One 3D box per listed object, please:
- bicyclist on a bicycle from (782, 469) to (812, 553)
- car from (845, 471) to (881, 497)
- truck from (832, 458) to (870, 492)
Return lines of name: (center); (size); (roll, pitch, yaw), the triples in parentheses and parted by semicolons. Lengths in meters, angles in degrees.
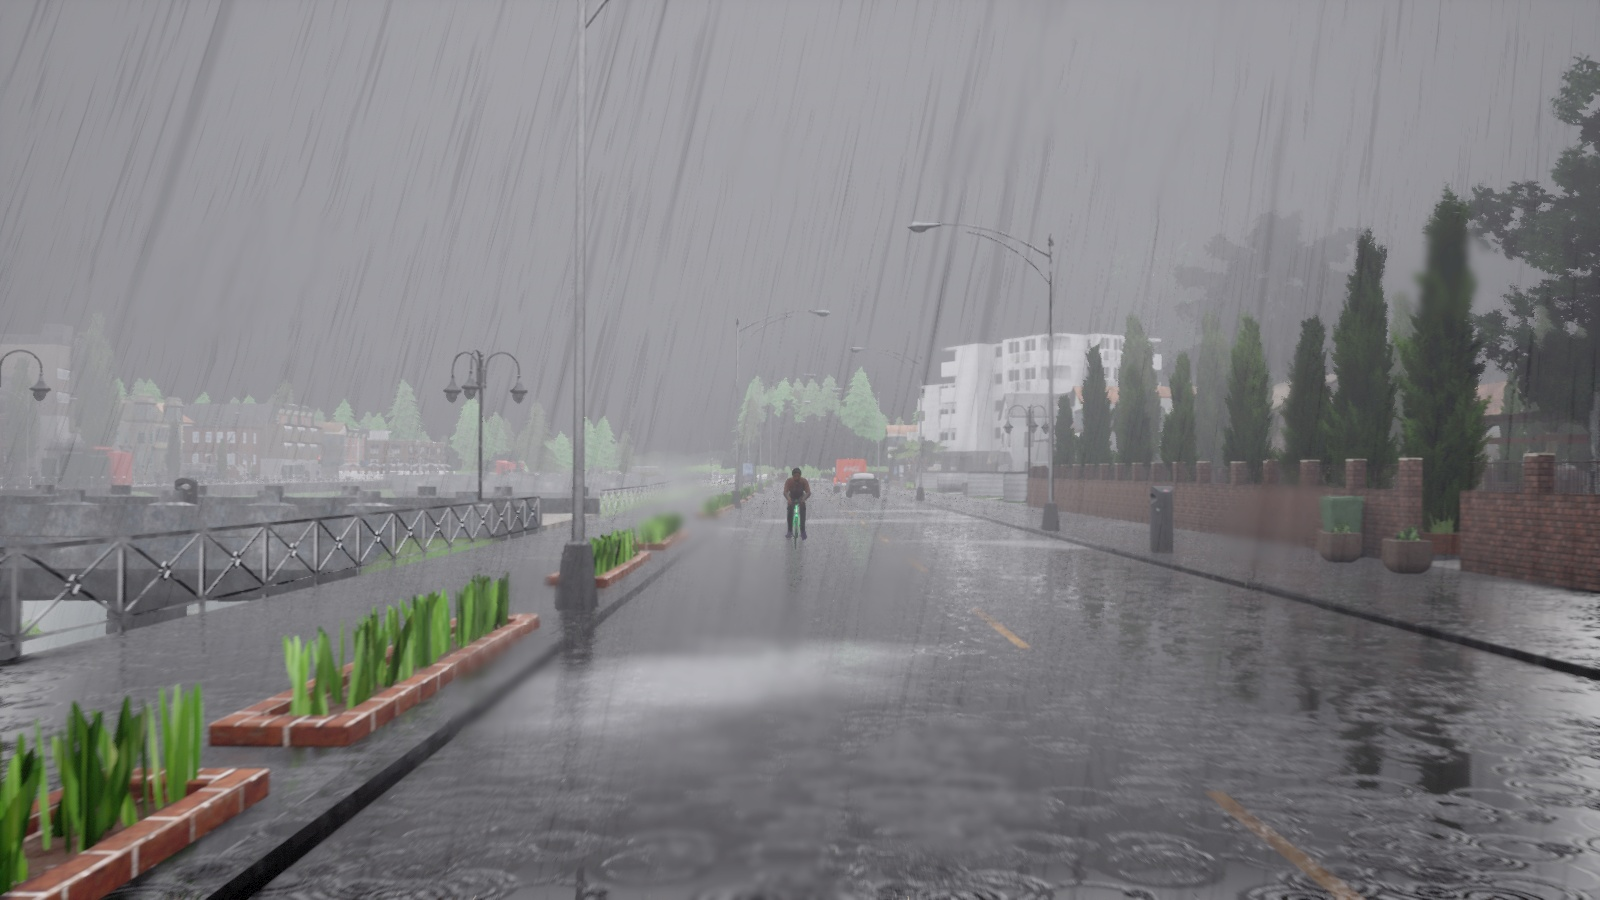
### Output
bicyclist on a bicycle: (-0.059, 1.187, 25.046); (0.582, 1.620, 1.656); (0, -1, 0)
car: (3.820, 2.062, 76.746); (1.882, 1.535, 5.008); (0, -1, 0)
truck: (3.777, 1.888, 94.104); (2.627, 2.467, 5.204); (0, -1, 0)
